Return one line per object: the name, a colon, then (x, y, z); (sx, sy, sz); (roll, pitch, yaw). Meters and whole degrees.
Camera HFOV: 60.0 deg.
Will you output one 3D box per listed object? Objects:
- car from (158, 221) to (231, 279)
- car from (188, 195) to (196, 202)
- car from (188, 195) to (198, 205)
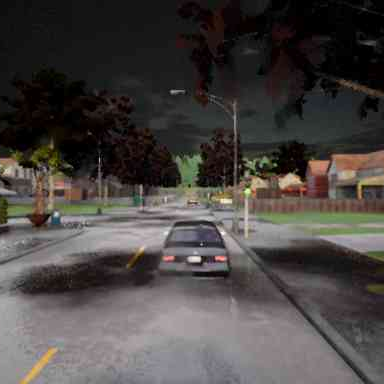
car: (0.076, 1.586, 10.088); (2.033, 1.411, 5.357); (0, 0, 0)
car: (0.056, 1.675, 84.942); (2.097, 1.767, 4.553); (0, 0, 0)
car: (0.143, 1.853, 66.993); (1.895, 1.301, 4.718); (0, 0, 0)
